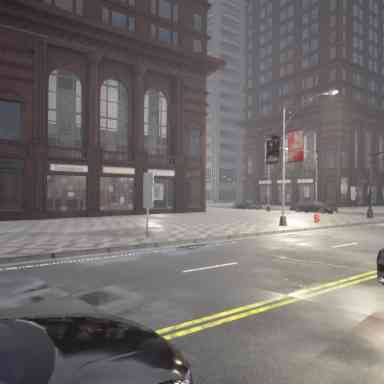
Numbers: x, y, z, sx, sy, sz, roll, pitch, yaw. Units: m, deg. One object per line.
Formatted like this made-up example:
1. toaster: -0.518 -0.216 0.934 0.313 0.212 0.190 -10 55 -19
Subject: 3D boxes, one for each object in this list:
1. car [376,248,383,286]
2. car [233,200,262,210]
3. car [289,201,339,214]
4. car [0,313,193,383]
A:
1. car: 6.261 1.516 7.904 4.892 1.490 1.837 0 0 -35
2. car: 7.582 1.788 45.534 1.994 1.385 4.181 1 -1 -35
3. car: 13.497 1.725 37.222 2.033 1.411 5.357 1 -1 -35
4. car: -2.188 1.491 1.879 4.902 1.511 2.128 0 0 -36
